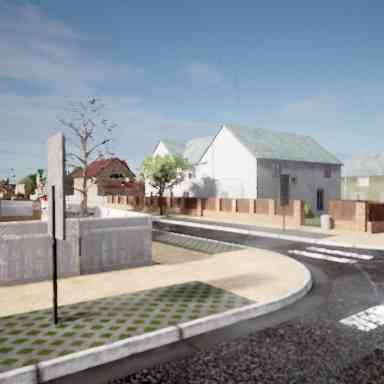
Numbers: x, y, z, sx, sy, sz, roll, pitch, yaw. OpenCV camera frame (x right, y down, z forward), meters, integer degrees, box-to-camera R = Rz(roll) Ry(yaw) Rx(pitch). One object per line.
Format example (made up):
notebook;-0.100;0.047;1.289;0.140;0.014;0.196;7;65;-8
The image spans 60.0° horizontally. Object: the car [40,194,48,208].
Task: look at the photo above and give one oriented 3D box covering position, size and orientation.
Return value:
car;-18.304;1.203;43.378;2.150;2.045;5.566;-1;0;-37
